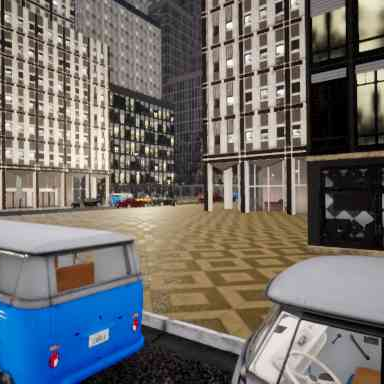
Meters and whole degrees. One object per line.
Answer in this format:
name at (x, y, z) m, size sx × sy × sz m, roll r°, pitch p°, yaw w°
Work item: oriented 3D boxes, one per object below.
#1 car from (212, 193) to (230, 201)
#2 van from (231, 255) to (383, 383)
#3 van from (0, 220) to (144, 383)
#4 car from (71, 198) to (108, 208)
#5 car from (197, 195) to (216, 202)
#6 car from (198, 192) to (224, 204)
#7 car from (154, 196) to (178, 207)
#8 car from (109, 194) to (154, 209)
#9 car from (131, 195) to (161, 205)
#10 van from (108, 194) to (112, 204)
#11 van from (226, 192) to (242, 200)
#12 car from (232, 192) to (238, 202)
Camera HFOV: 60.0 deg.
car at (6.234, 1.009, 71.052) m, size 1.967 × 1.590 × 4.097 m, roll 0°, pitch 0°, yaw 36°
van at (2.031, 1.341, 1.439) m, size 3.998 × 1.788 × 1.690 m, roll 0°, pitch -1°, yaw 36°
van at (-2.509, 1.341, 4.678) m, size 3.998 × 1.788 × 1.690 m, roll 0°, pitch -1°, yaw 36°
car at (-13.768, 1.396, 43.755) m, size 1.947 × 1.339 × 4.313 m, roll 0°, pitch 0°, yaw 36°
car at (2.901, 1.195, 66.503) m, size 1.802 × 1.307 × 4.206 m, roll 0°, pitch 0°, yaw 36°
car at (3.010, 0.903, 52.478) m, size 2.192 × 1.841 × 5.009 m, roll 0°, pitch 0°, yaw 36°
car at (-3.653, 1.224, 43.383) m, size 2.008 × 1.369 × 4.403 m, roll 0°, pitch 0°, yaw 36°
car at (-6.985, 1.261, 38.835) m, size 1.887 × 1.381 × 4.507 m, roll 0°, pitch 0°, yaw 36°
car at (-7.201, 1.271, 52.717) m, size 1.752 × 1.417 × 4.829 m, roll 0°, pitch 0°, yaw 36°
van at (-10.436, 1.128, 48.304) m, size 1.690 × 1.788 × 3.998 m, roll 0°, pitch 0°, yaw 36°
van at (9.566, 0.865, 75.602) m, size 1.690 × 1.788 × 3.998 m, roll 0°, pitch 0°, yaw 36°
car at (6.345, 1.095, 57.026) m, size 2.008 × 1.369 × 4.403 m, roll 0°, pitch 0°, yaw 36°
